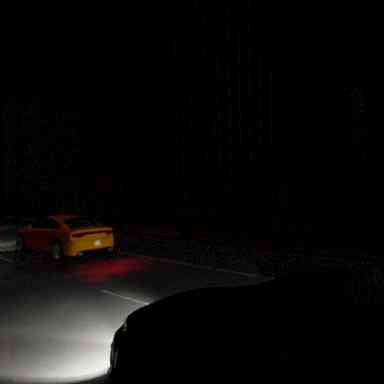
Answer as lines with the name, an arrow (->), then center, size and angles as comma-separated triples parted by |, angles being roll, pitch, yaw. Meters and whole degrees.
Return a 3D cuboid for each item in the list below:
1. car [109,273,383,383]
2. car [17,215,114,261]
car -> 1.079, 1.589, 3.420 | 4.181, 1.385, 1.994 | -1, -1, 37
car -> -5.104, 1.638, 13.055 | 5.008, 1.535, 1.882 | -1, -1, 41
